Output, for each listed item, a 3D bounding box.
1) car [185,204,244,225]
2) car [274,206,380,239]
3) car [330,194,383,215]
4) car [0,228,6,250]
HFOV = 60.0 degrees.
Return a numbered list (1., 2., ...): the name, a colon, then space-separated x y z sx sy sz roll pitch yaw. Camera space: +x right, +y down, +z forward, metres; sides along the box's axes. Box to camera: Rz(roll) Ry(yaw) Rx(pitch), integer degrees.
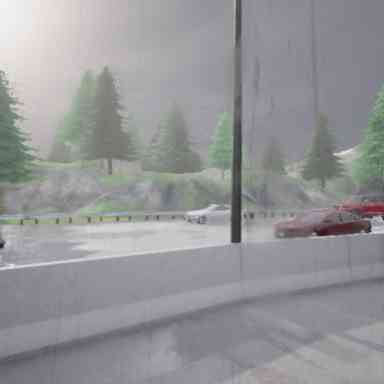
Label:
1. car: 1.751 1.660 25.105 4.674 1.442 1.812 1 0 -26
2. car: 6.167 1.600 15.616 5.008 1.535 1.882 1 0 -26
3. car: 13.590 1.176 26.481 5.566 2.045 2.150 1 0 -19
4. car: -8.936 1.527 10.461 5.357 1.411 2.033 1 0 -35
